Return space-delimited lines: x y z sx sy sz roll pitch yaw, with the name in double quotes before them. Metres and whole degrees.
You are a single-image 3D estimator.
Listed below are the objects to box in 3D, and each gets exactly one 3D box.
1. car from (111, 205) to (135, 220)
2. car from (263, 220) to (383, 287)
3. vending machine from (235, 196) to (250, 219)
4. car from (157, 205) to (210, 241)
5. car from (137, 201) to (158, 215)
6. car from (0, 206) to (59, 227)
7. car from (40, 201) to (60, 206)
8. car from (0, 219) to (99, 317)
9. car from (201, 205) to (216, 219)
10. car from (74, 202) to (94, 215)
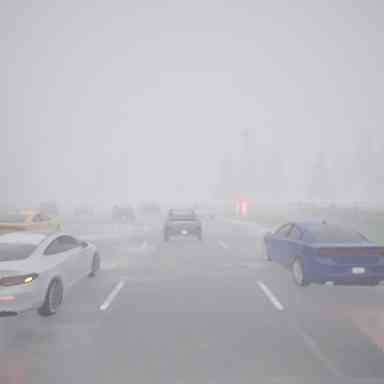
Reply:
"car" -6.497 1.816 30.933 1.895 1.301 4.718 0 0 -15
"car" 3.452 1.546 9.583 1.882 1.535 5.008 0 0 -2
"vending machine" 4.709 1.414 31.174 1.100 2.100 0.880 0 0 -13
"car" -0.622 1.613 17.391 2.128 1.511 4.902 0 0 -6
"car" -4.978 1.740 37.725 1.882 1.535 5.008 1 -1 -18
"car" -7.357 1.580 14.681 1.882 1.535 5.008 0 0 -5
"car" -15.453 1.740 36.006 2.128 1.511 4.902 0 -1 -19
"car" -3.470 1.578 7.451 1.812 1.442 4.674 0 0 -1
"car" 0.682 1.817 30.971 1.895 1.301 4.718 0 0 -14
"car" -12.022 1.781 36.813 1.812 1.442 4.674 0 -1 -19
